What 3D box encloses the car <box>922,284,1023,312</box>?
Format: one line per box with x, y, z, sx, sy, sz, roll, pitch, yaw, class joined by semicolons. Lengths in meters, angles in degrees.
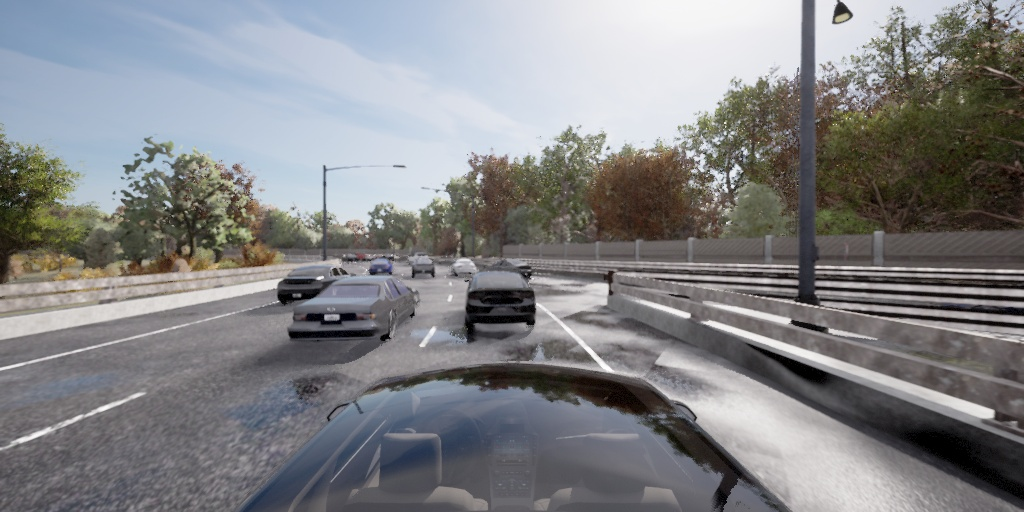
14.134;1.225;8.774;5.357;1.411;2.033;0;0;45;car

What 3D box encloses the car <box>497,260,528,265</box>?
-0.294;1.049;27.577;1.837;1.490;4.892;-1;1;-31;car

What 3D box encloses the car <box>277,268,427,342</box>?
-3.766;1.229;9.544;2.033;1.411;5.357;0;1;-5;car

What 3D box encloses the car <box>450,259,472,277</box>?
-4.352;1.004;31.885;1.812;1.442;4.674;0;1;-16;car

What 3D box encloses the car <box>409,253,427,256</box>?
-15.076;0.472;57.435;2.150;2.045;5.566;0;0;-30;car

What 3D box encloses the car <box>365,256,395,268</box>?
-11.733;1.008;32.229;1.812;1.442;4.674;0;1;-16;car

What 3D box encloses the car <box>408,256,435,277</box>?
-7.728;0.981;30.986;2.128;1.511;4.902;0;1;-16;car

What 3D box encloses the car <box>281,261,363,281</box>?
-7.977;1.139;15.153;1.837;1.490;4.892;0;1;-8;car

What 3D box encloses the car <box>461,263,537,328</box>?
-0.469;1.142;11.164;1.882;1.535;5.008;0;1;-6;car
